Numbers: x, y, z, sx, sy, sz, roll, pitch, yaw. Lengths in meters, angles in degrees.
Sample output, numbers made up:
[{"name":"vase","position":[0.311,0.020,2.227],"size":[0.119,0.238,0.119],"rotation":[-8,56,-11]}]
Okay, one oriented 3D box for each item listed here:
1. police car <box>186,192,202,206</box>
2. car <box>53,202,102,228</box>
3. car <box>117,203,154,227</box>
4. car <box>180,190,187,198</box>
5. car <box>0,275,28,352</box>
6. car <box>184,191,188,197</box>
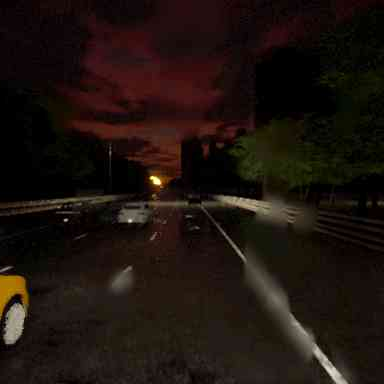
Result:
[{"name":"police car","position":[0.417,1.118,49.388],"size":[1.930,1.638,5.238],"rotation":[0,0,-1]},{"name":"car","position":[-7.041,1.361,20.930],"size":[2.128,1.511,4.902],"rotation":[0,0,-1]},{"name":"car","position":[-3.544,1.393,21.227],"size":[1.812,1.442,4.674],"rotation":[0,0,-1]},{"name":"car","position":[-1.662,0.674,82.671],"size":[2.097,1.767,4.553],"rotation":[0,0,-2]},{"name":"car","position":[-3.413,1.458,3.065],"size":[1.882,1.535,5.008],"rotation":[0,0,0]},{"name":"car","position":[-0.025,1.063,65.344],"size":[1.882,1.535,5.008],"rotation":[0,0,-2]}]
